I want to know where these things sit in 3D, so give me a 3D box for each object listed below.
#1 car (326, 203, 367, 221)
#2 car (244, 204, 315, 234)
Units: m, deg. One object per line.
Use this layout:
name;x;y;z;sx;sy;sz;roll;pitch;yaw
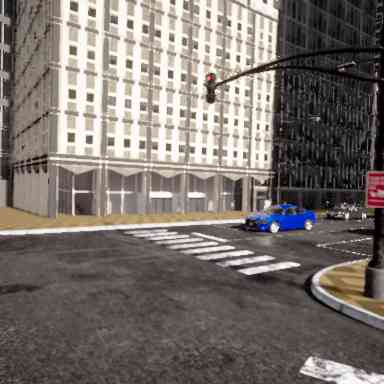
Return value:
car;13.198;1.627;28.292;4.403;1.369;2.008;1;2;-34
car;5.300;1.526;19.871;5.008;1.535;1.882;0;2;-36
